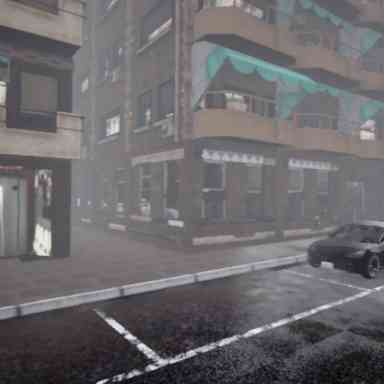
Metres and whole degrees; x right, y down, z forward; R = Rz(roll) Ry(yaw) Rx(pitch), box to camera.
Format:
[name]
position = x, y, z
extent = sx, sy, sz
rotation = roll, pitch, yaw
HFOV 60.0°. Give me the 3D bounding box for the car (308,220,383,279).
[car]
position = 5.362, 1.569, 10.075
extent = 4.313, 1.339, 1.947
rotation = 0, 1, -35
